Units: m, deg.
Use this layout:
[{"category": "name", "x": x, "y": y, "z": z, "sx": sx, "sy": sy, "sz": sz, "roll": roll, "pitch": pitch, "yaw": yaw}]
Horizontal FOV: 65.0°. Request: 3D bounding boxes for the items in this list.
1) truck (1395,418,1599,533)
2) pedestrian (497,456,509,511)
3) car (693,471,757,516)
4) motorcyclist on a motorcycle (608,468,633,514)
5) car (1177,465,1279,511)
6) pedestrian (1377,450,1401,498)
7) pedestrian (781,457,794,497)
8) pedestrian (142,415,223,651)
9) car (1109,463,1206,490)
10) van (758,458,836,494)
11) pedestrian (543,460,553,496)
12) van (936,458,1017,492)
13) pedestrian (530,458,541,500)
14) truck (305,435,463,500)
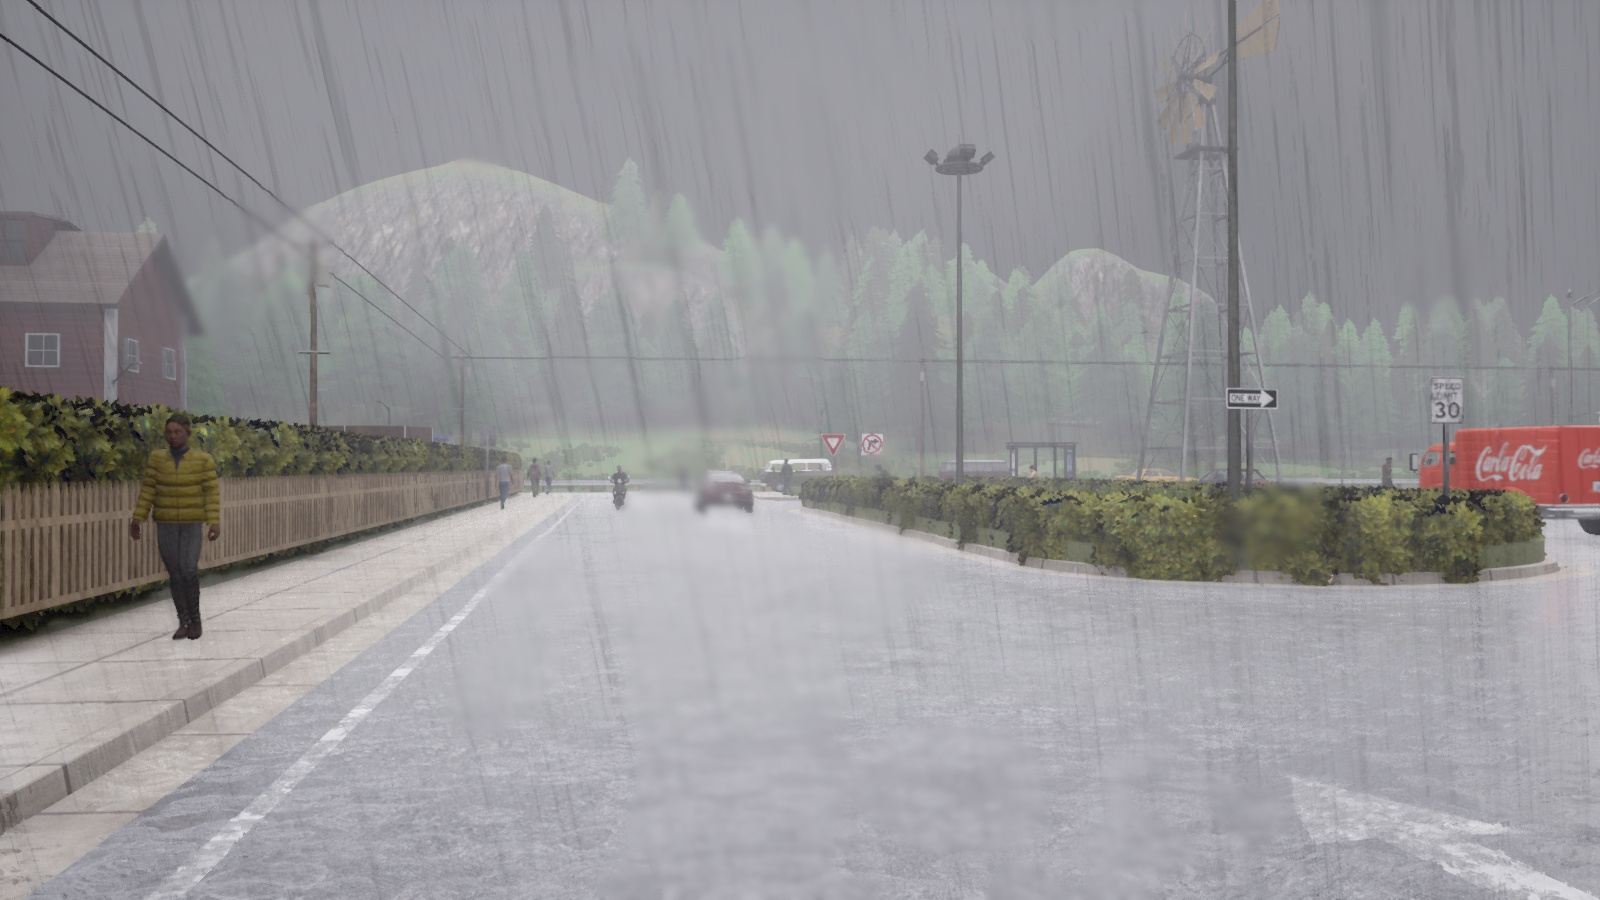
[{"category": "truck", "x": 16.862, "y": 0.579, "z": 29.603, "sx": 2.627, "sy": 2.467, "sz": 5.204, "roll": 0, "pitch": -1, "yaw": -9}, {"category": "pedestrian", "x": -10.044, "y": 1.129, "z": 42.450, "sx": 0.354, "sy": 1.836, "sz": 0.706, "roll": 0, "pitch": -1, "yaw": -10}, {"category": "car", "x": -2.626, "y": 1.443, "z": 43.087, "sx": 1.812, "sy": 1.442, "sz": 4.674, "roll": 0, "pitch": -1, "yaw": -8}, {"category": "motorcyclist on a motorcycle", "x": -6.355, "y": 1.421, "z": 44.391, "sx": 0.866, "sy": 1.590, "sz": 1.817, "roll": 0, "pitch": -1, "yaw": -8}, {"category": "car", "x": 14.750, "y": 1.286, "z": 43.481, "sx": 1.845, "sy": 1.501, "sz": 3.633, "roll": 0, "pitch": -1, "yaw": -9}, {"category": "pedestrian", "x": 22.194, "y": 0.912, "z": 47.317, "sx": 0.328, "sy": 1.805, "sz": 0.869, "roll": 0, "pitch": -1, "yaw": -15}, {"category": "pedestrian", "x": -0.609, "y": 1.277, "z": 59.578, "sx": 0.353, "sy": 1.847, "sz": 0.614, "roll": 0, "pitch": -1, "yaw": -31}, {"category": "pedestrian", "x": -5.008, "y": 0.651, "z": 10.209, "sx": 0.431, "sy": 1.840, "sz": 0.709, "roll": 0, "pitch": -1, "yaw": -12}, {"category": "car", "x": 21.719, "y": 1.592, "z": 76.404, "sx": 5.366, "sy": 1.575, "sz": 1.801, "roll": 0, "pitch": -1, "yaw": -8}, {"category": "van", "x": -0.199, "y": 1.567, "z": 76.848, "sx": 4.480, "sy": 2.038, "sz": 2.069, "roll": -1, "pitch": -1, "yaw": -8}, {"category": "pedestrian", "x": -12.926, "y": 1.450, "z": 64.478, "sx": 0.354, "sy": 1.836, "sz": 0.706, "roll": 0, "pitch": -1, "yaw": 0}, {"category": "van", "x": 10.511, "y": 1.484, "z": 74.825, "sx": 4.442, "sy": 1.987, "sz": 1.775, "roll": 0, "pitch": -1, "yaw": -8}, {"category": "pedestrian", "x": -12.282, "y": 1.361, "z": 58.295, "sx": 0.396, "sy": 1.930, "sz": 0.692, "roll": 0, "pitch": -1, "yaw": -4}, {"category": "truck", "x": -23.096, "y": 0.977, "z": 70.091, "sx": 7.936, "sy": 3.462, "sz": 2.891, "roll": 0, "pitch": -1, "yaw": -8}]
